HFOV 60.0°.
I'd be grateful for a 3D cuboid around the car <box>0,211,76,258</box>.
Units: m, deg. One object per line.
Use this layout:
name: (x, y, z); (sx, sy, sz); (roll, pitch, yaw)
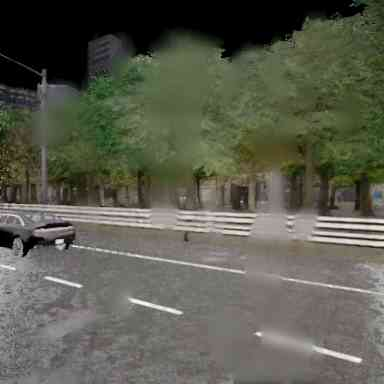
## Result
car: (-6.518, 1.493, 12.816); (4.902, 1.511, 2.128); (0, 0, 35)
